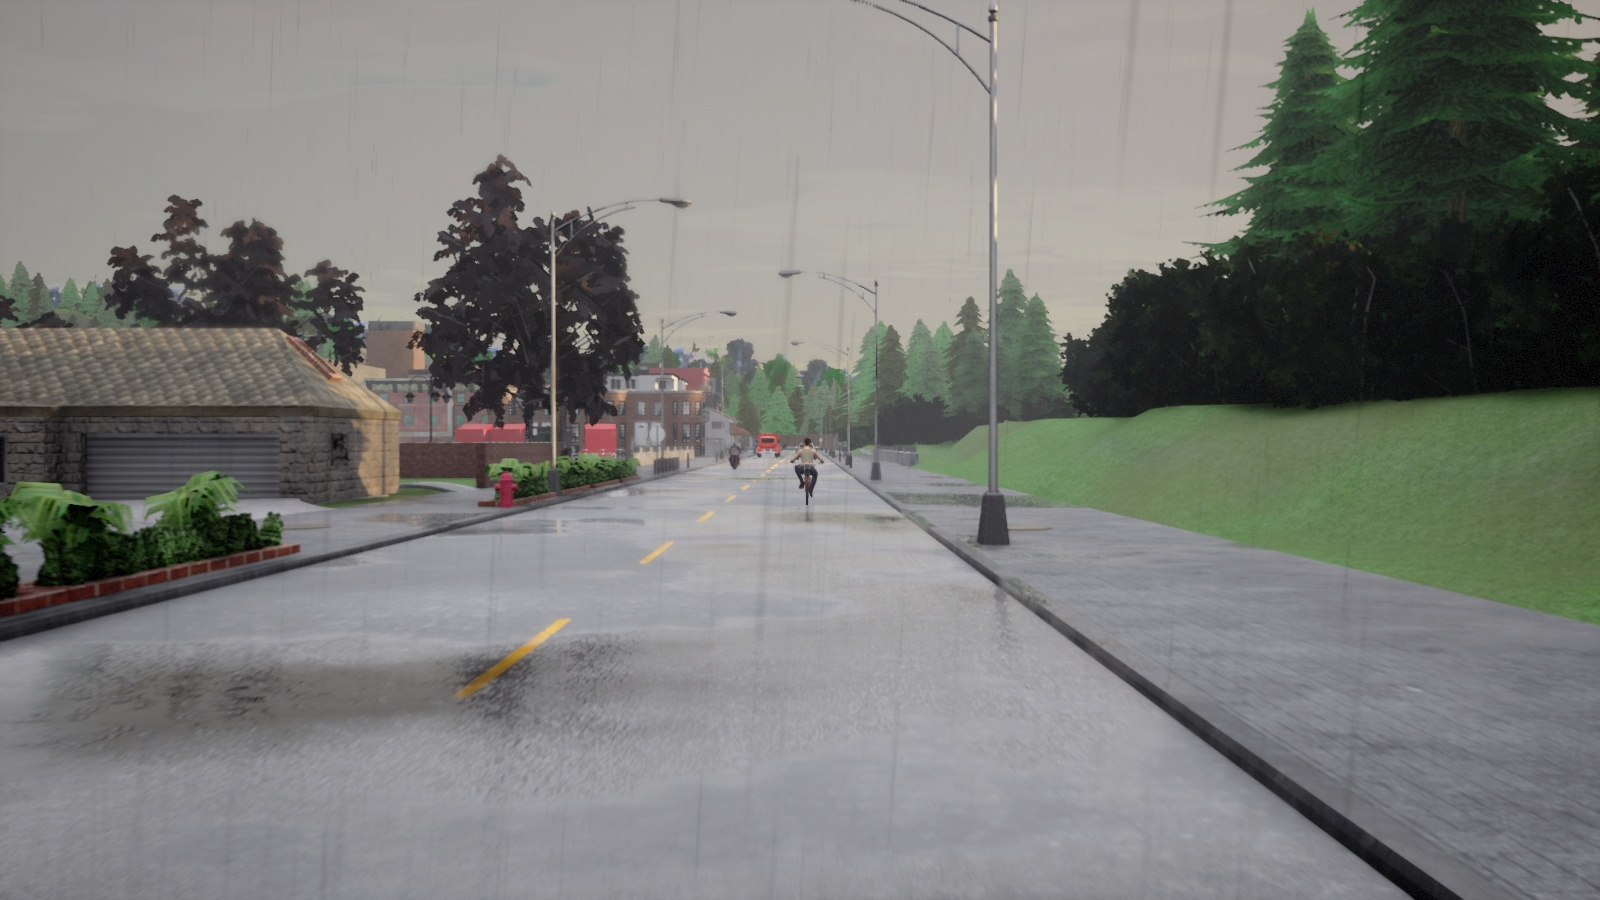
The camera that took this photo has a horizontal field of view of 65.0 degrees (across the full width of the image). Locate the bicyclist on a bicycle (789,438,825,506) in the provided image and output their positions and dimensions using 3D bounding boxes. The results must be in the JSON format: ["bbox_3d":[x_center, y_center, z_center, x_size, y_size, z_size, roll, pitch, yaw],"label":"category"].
[{"bbox_3d":[0.174,0.511,30.564,0.866,1.612,1.509,0,0,0],"label":"bicyclist on a bicycle"}]

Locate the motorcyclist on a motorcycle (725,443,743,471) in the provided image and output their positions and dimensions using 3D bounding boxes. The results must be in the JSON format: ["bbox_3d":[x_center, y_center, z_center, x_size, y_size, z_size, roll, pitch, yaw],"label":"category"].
[{"bbox_3d":[-3.638,0.385,69.746,0.866,1.530,2.191,0,0,0],"label":"motorcyclist on a motorcycle"}]
